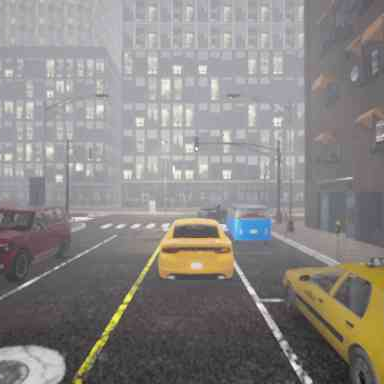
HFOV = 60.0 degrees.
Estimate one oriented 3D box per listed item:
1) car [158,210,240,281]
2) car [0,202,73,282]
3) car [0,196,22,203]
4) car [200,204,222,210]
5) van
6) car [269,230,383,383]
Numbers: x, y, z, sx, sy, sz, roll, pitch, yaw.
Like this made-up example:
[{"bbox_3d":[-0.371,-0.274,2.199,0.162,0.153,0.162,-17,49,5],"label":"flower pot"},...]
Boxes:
[{"bbox_3d":[0.106,1.539,10.083,1.882,1.535,5.008,0,0,0],"label":"car"},{"bbox_3d":[-5.306,1.377,10.149,2.192,1.841,5.009,0,0,0],"label":"car"},{"bbox_3d":[-20.857,1.319,35.774,5.009,1.841,2.192,1,-1,0],"label":"car"},{"bbox_3d":[2.205,1.675,26.681,2.128,1.511,4.902,0,-1,30],"label":"car"},{"bbox_3d":[2.577,1.438,15.785,1.690,1.788,3.998,0,0,0],"label":"van"},{"bbox_3d":[2.571,1.554,4.674,1.752,1.417,4.829,0,0,0],"label":"car"}]
